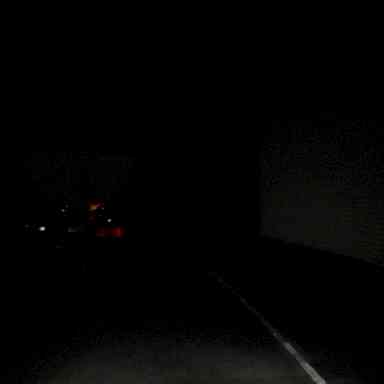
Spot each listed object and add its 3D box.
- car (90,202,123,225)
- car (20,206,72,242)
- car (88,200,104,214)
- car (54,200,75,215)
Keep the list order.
[{"bbox_3d":[-6.439,1.712,25.224,1.895,1.301,4.718,0,0,-19],"label":"car"},{"bbox_3d":[-7.395,1.646,16.961,1.994,1.385,4.181,0,0,-18],"label":"car"},{"bbox_3d":[-11.080,1.651,38.836,1.882,1.535,5.008,0,0,-19],"label":"car"},{"bbox_3d":[-13.728,1.671,35.763,1.837,1.490,4.892,0,-1,-19],"label":"car"}]
